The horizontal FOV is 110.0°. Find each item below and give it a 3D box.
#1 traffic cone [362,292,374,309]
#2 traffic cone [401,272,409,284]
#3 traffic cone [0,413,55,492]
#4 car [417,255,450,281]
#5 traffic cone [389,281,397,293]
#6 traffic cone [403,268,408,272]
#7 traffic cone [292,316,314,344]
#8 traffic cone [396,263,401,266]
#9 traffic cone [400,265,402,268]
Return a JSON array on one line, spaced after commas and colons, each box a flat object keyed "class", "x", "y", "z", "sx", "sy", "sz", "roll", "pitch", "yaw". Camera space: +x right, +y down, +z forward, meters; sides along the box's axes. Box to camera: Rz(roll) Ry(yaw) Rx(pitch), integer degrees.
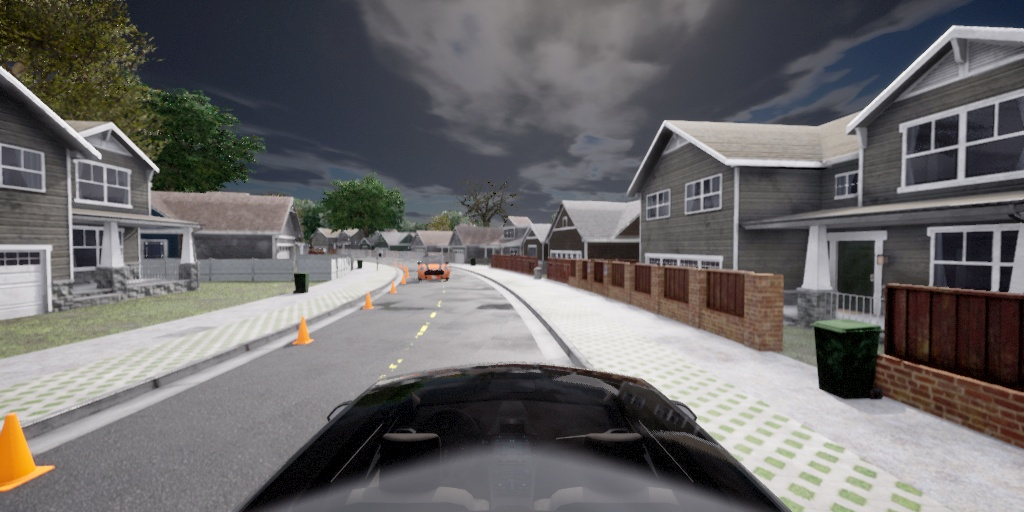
[{"class": "traffic cone", "x": -5.176, "y": 1.586, "z": 12.918, "sx": 0.340, "sy": 0.580, "sz": 0.340, "roll": 0, "pitch": 0, "yaw": -7}, {"class": "traffic cone", "x": -6.824, "y": 1.446, "z": 22.543, "sx": 0.340, "sy": 0.580, "sz": 0.340, "roll": 0, "pitch": 0, "yaw": -12}, {"class": "traffic cone", "x": -4.434, "y": 1.693, "z": 3.182, "sx": 0.340, "sy": 0.580, "sz": 0.340, "roll": 0, "pitch": 0, "yaw": -2}, {"class": "car", "x": -5.638, "y": 0.788, "z": 25.634, "sx": 2.097, "sy": 1.767, "sz": 4.553, "roll": 0, "pitch": 1, "yaw": -14}, {"class": "traffic cone", "x": -5.887, "y": 1.520, "z": 17.750, "sx": 0.340, "sy": 0.580, "sz": 0.340, "roll": 0, "pitch": 0, "yaw": -10}, {"class": "traffic cone", "x": -7.983, "y": 1.365, "z": 27.286, "sx": 0.340, "sy": 0.580, "sz": 0.340, "roll": 0, "pitch": 0, "yaw": -15}, {"class": "traffic cone", "x": -4.692, "y": 1.643, "z": 8.059, "sx": 0.340, "sy": 0.580, "sz": 0.340, "roll": 0, "pitch": 0, "yaw": -4}, {"class": "traffic cone", "x": -12.772, "y": 1.099, "z": 41.119, "sx": 0.340, "sy": 0.580, "sz": 0.340, "roll": 0, "pitch": 0, "yaw": -23}, {"class": "traffic cone", "x": -10.960, "y": 1.187, "z": 36.584, "sx": 0.340, "sy": 0.580, "sz": 0.340, "roll": 0, "pitch": 0, "yaw": -20}]
